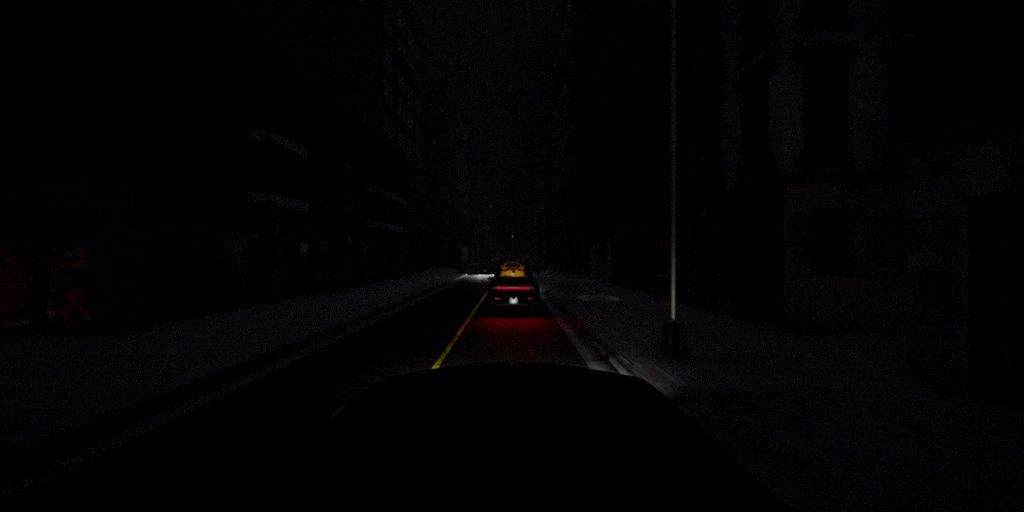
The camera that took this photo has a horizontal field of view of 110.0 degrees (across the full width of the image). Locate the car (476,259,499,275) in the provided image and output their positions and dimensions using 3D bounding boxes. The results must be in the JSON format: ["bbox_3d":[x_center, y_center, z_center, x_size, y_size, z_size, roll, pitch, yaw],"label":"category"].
[{"bbox_3d":[-2.836,1.358,40.030,1.994,1.385,4.181,0,0,0],"label":"car"}]

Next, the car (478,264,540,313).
[{"bbox_3d":[0.066,1.258,14.089,2.128,1.511,4.902,0,0,0],"label":"car"}]

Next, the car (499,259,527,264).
[{"bbox_3d":[0.066,1.262,30.371,1.882,1.535,5.008,0,0,0],"label":"car"}]
